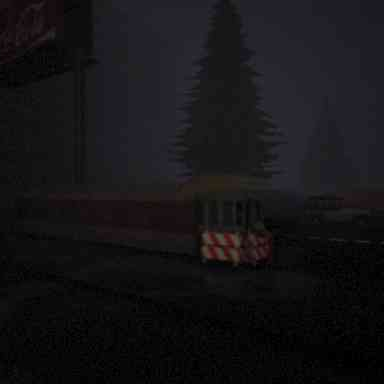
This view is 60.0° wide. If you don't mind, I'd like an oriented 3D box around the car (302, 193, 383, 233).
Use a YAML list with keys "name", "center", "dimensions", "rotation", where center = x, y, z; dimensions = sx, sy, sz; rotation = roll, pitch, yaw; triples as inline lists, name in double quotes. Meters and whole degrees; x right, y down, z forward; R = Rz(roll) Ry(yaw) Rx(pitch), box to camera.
- name: "car"
  center: [8.124, 1.155, 18.448]
  dimensions: [3.866, 1.878, 1.905]
  rotation: [0, 0, 35]
